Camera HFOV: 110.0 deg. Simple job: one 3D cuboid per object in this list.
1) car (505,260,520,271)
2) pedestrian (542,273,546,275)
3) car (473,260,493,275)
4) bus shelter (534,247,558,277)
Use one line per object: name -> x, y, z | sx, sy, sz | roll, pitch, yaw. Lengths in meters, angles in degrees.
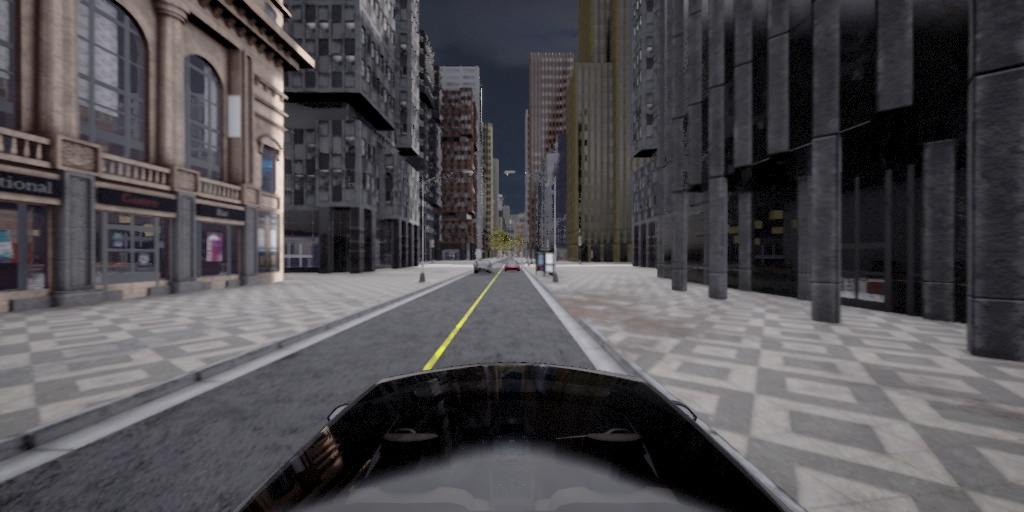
car -> 0.039, 1.268, 48.485 | 1.994, 1.385, 4.181 | 0, 0, 0
pedestrian -> 3.118, 0.864, 34.494 | 0.375, 1.860, 0.375 | 0, 0, -10
car -> -3.106, 1.222, 39.242 | 1.837, 1.490, 4.892 | 0, 0, 0
bus shelter -> 3.119, 0.600, 32.737 | 1.920, 2.740, 3.880 | 0, 0, 0
